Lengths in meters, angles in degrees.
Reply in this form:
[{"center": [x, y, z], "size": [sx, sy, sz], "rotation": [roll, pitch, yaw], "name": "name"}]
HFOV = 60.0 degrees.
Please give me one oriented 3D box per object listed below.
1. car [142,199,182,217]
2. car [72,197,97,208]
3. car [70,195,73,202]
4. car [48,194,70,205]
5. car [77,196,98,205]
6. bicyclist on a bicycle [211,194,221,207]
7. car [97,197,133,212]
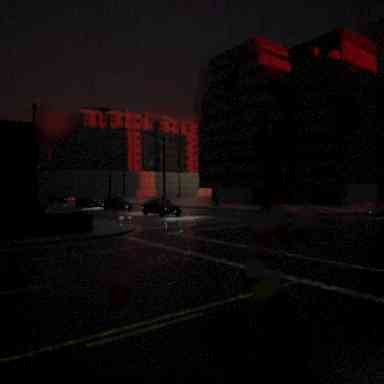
[{"center": [-2.787, 1.370, 29.629], "size": [1.812, 1.442, 4.674], "rotation": [-1, 0, -37], "name": "car"}, {"center": [-14.222, 1.417, 45.025], "size": [1.994, 1.385, 4.181], "rotation": [-1, 1, -37], "name": "car"}, {"center": [-23.833, 1.371, 64.023], "size": [2.033, 1.411, 5.357], "rotation": [-1, 0, -37], "name": "car"}, {"center": [-23.292, 1.134, 57.373], "size": [2.097, 1.767, 4.553], "rotation": [-1, 0, -37], "name": "car"}, {"center": [-17.639, 1.419, 55.808], "size": [1.895, 1.301, 4.718], "rotation": [-1, 0, -37], "name": "car"}, {"center": [2.881, 1.029, 40.410], "size": [1.656, 1.620, 0.582], "rotation": [-1, 1, -37], "name": "bicyclist on a bicycle"}, {"center": [-8.343, 1.340, 37.104], "size": [2.128, 1.511, 4.902], "rotation": [-1, 0, -37], "name": "car"}]
